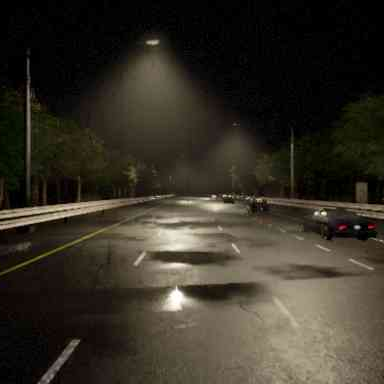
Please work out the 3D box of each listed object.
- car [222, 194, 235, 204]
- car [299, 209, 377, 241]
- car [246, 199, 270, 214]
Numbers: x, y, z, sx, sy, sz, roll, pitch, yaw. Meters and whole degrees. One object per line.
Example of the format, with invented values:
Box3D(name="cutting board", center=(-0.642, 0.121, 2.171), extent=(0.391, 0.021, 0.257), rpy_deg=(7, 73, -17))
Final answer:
Box3D(name="car", center=(7.019, 1.600, 64.918), extent=(1.994, 1.385, 4.181), rpy_deg=(0, 0, 0))
Box3D(name="car", center=(7.002, 1.552, 16.600), extent=(2.033, 1.411, 5.357), rpy_deg=(0, 0, 0))
Box3D(name="car", center=(7.003, 1.501, 35.624), extent=(2.128, 1.511, 4.902), rpy_deg=(0, 0, 0))
